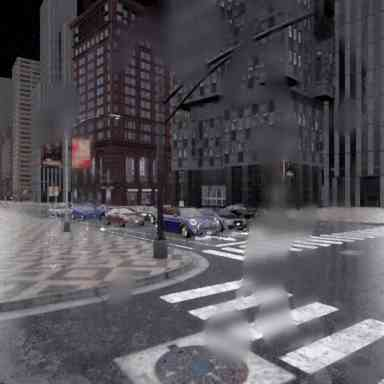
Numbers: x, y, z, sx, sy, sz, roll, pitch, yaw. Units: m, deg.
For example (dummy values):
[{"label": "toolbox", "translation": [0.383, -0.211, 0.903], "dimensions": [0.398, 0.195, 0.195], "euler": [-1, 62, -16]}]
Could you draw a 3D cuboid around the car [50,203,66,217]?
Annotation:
[{"label": "car", "translation": [-16.680, 2.417, 42.432], "dimensions": [1.895, 1.301, 4.718], "euler": [0, -1, -35]}]

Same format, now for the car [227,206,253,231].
[{"label": "car", "translation": [1.712, 1.861, 22.331], "dimensions": [1.994, 1.385, 4.181], "euler": [0, -1, -36]}]

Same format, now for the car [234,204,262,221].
[{"label": "car", "translation": [4.111, 1.861, 30.477], "dimensions": [1.882, 1.535, 5.008], "euler": [0, -1, -36]}]

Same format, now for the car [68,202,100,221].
[{"label": "car", "translation": [-10.910, 2.103, 34.342], "dimensions": [1.882, 1.535, 5.008], "euler": [0, -1, -36]}]

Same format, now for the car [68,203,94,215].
[{"label": "car", "translation": [-15.573, 2.352, 46.492], "dimensions": [2.128, 1.511, 4.902], "euler": [0, -1, -35]}]

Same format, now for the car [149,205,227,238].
[{"label": "car", "translation": [-0.361, 1.636, 19.612], "dimensions": [2.097, 1.767, 4.553], "euler": [0, -1, -35]}]

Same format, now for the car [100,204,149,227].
[{"label": "car", "translation": [-5.514, 1.975, 26.825], "dimensions": [1.812, 1.442, 4.674], "euler": [0, -1, -36]}]

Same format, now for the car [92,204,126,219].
[{"label": "car", "translation": [-9.534, 2.153, 38.000], "dimensions": [2.128, 1.511, 4.902], "euler": [0, -1, -36]}]

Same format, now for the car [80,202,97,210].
[{"label": "car", "translation": [-19.875, 2.692, 63.873], "dimensions": [1.812, 1.442, 4.674], "euler": [0, -1, -36]}]
